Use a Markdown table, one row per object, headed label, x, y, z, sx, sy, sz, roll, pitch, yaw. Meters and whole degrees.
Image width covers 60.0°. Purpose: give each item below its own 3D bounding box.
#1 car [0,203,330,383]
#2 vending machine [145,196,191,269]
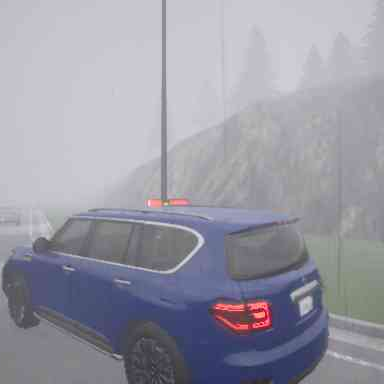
| label | x | y | z | sx | sy | sz | roll | pitch | yaw |
| --- | --- | --- | --- | --- | --- | --- | --- | --- | --- |
| car | -0.865 | 1.223 | 5.119 | 5.566 | 2.045 | 2.150 | 0 | 1 | 41 |
| vending machine | -0.750 | 1.195 | 10.333 | 1.100 | 2.100 | 0.880 | 0 | 0 | -42 |
